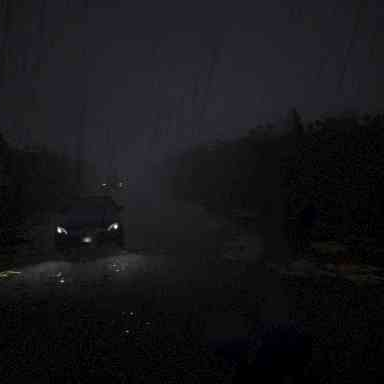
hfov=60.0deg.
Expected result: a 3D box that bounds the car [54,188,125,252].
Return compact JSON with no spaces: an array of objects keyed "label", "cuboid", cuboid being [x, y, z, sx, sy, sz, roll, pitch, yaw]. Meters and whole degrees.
[{"label":"car","cuboid":[-3.215,0.837,10.909,1.812,1.442,4.674,-3,4,-12]}]

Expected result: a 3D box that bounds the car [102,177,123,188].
[{"label":"car","cuboid":[-8.463,-0.812,35.539,2.097,1.767,4.553,-3,3,-12]}]
